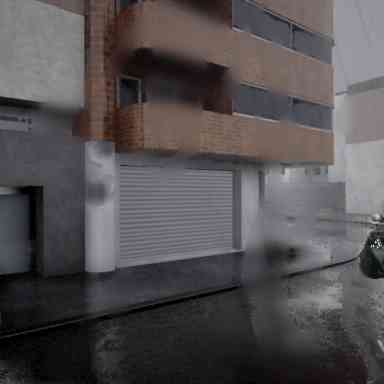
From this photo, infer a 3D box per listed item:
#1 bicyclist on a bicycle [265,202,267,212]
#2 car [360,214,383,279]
[{"bbox_3d":[7.223,1.349,34.565,1.656,1.620,0.582,0,0,-36],"label":"bicyclist on a bicycle"},{"bbox_3d":[6.616,1.221,9.431,2.150,2.045,5.566,2,1,39],"label":"car"}]
